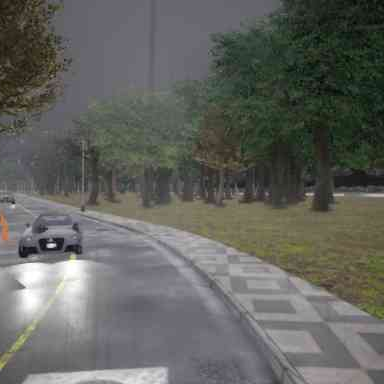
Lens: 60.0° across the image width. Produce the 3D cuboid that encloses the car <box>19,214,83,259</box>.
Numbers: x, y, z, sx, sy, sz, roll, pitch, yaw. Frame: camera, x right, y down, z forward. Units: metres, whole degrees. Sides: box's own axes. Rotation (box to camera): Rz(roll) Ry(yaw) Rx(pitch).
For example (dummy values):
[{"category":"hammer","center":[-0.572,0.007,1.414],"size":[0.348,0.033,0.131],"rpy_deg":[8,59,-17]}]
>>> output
[{"category":"car","center":[-5.234,1.530,12.601],"size":[1.994,1.385,4.181],"rpy_deg":[0,0,-21]}]

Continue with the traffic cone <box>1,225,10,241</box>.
[{"category":"traffic cone","center":[-8.381,1.898,14.957],"size":[0.340,0.580,0.340],"rpy_deg":[0,0,-25]}]

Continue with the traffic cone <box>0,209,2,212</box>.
[{"category":"traffic cone","center":[-15.849,1.806,27.635],"size":[0.340,0.580,0.340],"rpy_deg":[0,0,-31]}]

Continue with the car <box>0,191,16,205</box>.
[{"category":"car","center":[-27.787,0.837,49.600],"size":[2.150,2.045,5.566],"rpy_deg":[0,1,-31]}]

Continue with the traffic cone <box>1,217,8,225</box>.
[{"category":"traffic cone","center":[-10.657,1.872,19.088],"size":[0.340,0.580,0.340],"rpy_deg":[0,0,-31]}]

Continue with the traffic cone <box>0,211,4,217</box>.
[{"category":"traffic cone","center":[-13.253,1.840,23.361],"size":[0.340,0.580,0.340],"rpy_deg":[0,0,-31]}]
